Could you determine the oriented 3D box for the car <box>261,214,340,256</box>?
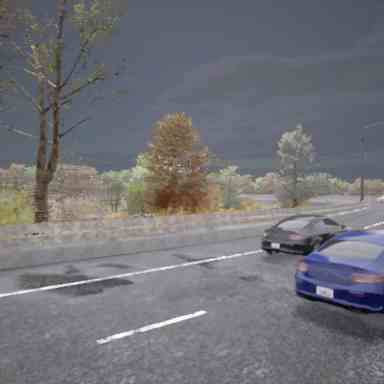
[{"bbox_3d":[4.389,1.537,12.102,4.674,1.442,1.812,0,0,-41],"label":"car"}]

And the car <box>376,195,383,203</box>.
[{"bbox_3d":[36.332,1.350,62.844,1.812,1.442,4.674,0,0,13],"label":"car"}]

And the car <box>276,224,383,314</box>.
[{"bbox_3d":[4.026,1.528,7.118,4.674,1.442,1.812,0,0,-40],"label":"car"}]
